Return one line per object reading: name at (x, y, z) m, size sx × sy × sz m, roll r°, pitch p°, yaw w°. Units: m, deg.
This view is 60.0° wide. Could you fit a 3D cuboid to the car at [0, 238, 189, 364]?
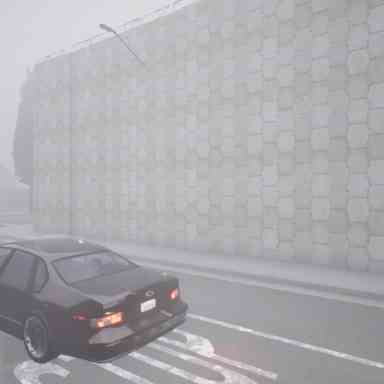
car at (-2.628, 1.547, 5.852) m, size 5.357 × 1.411 × 2.033 m, roll 0°, pitch 0°, yaw 35°
